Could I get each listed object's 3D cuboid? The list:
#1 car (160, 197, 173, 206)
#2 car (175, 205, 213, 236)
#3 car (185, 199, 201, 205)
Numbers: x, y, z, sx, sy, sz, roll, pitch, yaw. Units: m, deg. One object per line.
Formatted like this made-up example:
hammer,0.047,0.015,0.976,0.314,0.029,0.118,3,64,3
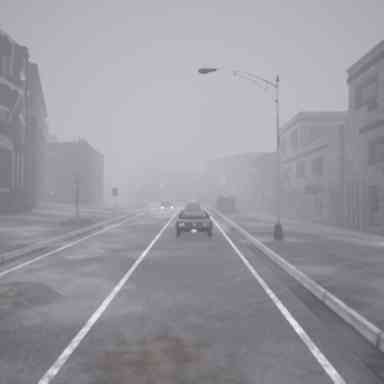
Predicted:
car,-4.296,1.570,55.990,1.882,1.535,5.008,0,0,-7
car,0.105,1.634,18.666,1.895,1.301,4.718,0,0,0
car,0.100,1.597,40.872,1.812,1.442,4.674,0,0,0
